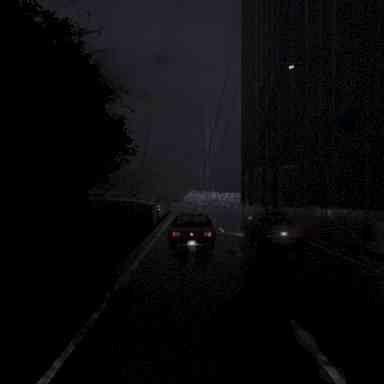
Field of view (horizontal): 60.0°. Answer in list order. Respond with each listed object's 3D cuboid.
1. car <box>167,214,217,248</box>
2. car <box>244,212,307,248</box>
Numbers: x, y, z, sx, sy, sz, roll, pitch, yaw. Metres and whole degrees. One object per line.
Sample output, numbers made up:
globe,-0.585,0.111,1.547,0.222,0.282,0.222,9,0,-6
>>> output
car,0.000,1.611,14.682,1.895,1.301,4.718,0,0,0
car,3.500,1.567,14.652,1.994,1.385,4.181,0,0,0
